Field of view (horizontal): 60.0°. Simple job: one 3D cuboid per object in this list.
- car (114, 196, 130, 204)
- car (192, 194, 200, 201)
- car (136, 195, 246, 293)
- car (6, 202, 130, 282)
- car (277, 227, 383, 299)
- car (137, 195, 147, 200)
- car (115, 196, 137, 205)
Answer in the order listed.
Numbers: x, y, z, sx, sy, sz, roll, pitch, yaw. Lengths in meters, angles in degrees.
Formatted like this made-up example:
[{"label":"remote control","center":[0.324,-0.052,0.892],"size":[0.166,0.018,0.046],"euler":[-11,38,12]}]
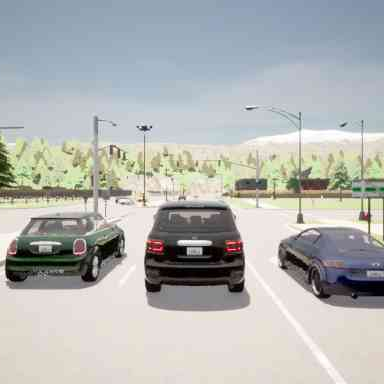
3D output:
[{"label":"car","center":[-14.180,1.541,67.333],"size":[2.033,1.411,5.357],"euler":[0,0,1]},{"label":"car","center":[1.089,1.311,83.377],"size":[1.882,1.535,5.008],"euler":[0,0,1]},{"label":"car","center":[0.072,1.221,9.030],"size":[2.150,2.045,5.566],"euler":[0,0,0]},{"label":"car","center":[-3.420,1.352,9.924],"size":[2.097,1.767,4.553],"euler":[0,0,0]},{"label":"car","center":[3.575,1.564,8.485],"size":[1.994,1.385,4.181],"euler":[0,0,0]},{"label":"car","center":[-10.627,1.478,70.441],"size":[1.882,1.535,5.008],"euler":[0,0,1]},{"label":"car","center":[-10.969,1.525,55.156],"size":[1.812,1.442,4.674],"euler":[0,0,1]}]
